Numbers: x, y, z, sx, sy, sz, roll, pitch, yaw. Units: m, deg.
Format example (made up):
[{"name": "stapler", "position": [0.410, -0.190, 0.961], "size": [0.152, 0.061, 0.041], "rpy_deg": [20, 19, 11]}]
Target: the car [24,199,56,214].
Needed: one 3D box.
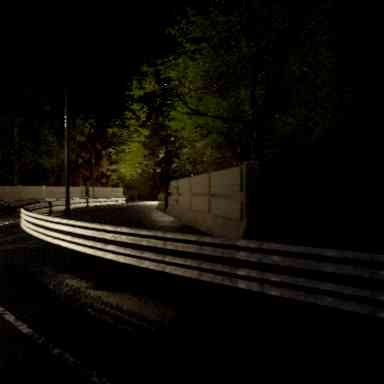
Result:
[{"name": "car", "position": [-16.266, 1.531, 35.812], "size": [2.128, 1.511, 4.902], "rpy_deg": [0, 0, -1]}]
